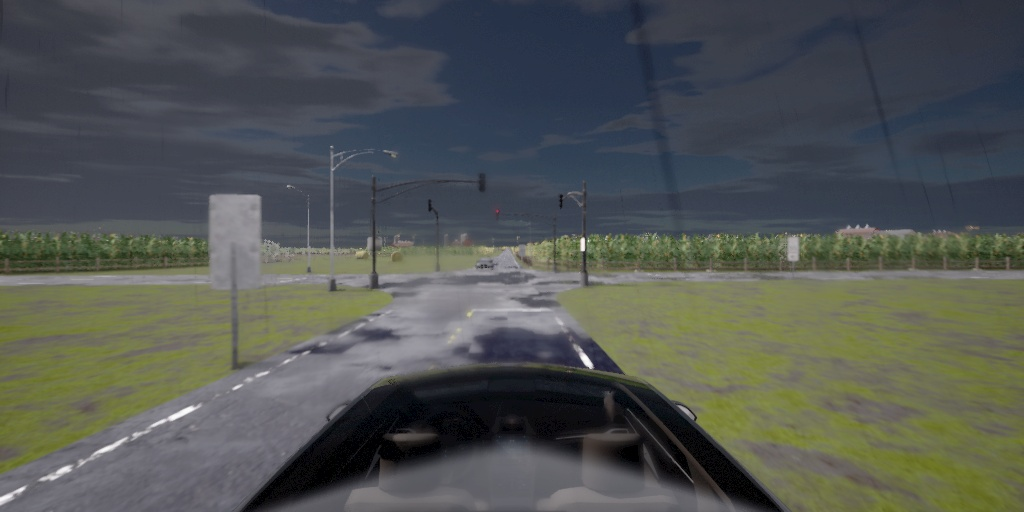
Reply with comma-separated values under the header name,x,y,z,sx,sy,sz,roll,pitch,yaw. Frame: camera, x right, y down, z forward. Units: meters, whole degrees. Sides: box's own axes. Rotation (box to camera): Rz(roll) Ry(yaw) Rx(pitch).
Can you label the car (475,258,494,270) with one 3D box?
name,x,y,z,sx,sy,sz,roll,pitch,yaw
car,-3.117,0.876,41.147,1.994,1.385,4.181,0,1,-1
